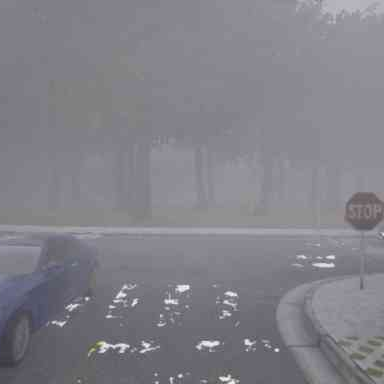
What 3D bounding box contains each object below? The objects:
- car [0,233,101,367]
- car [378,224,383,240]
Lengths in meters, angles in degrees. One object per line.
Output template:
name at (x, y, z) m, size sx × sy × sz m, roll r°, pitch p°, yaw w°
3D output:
car at (-3.058, 1.525, 5.933) m, size 1.812 × 1.442 × 4.674 m, roll -1°, pitch 0°, yaw 3°
car at (10.494, 1.530, 14.008) m, size 4.892 × 1.490 × 1.837 m, roll 0°, pitch 1°, yaw 0°
